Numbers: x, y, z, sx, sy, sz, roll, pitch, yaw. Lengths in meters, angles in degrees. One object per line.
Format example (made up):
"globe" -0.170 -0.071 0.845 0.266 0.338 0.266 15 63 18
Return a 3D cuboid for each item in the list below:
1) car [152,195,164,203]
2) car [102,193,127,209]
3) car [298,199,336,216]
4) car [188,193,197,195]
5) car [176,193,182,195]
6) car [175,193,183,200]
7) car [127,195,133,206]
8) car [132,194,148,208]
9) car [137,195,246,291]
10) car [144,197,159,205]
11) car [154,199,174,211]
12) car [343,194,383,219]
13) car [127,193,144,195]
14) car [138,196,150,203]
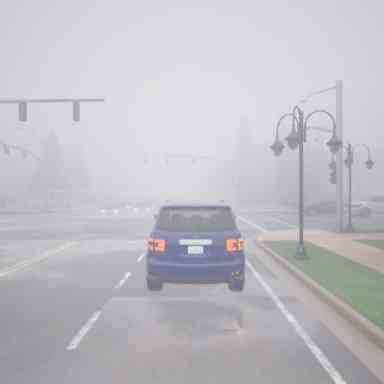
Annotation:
"car" -6.967 1.476 68.021 1.837 1.490 4.892 0 0 0
"car" -10.562 1.333 44.885 2.097 1.767 4.553 0 0 0
"car" 12.763 1.491 32.252 4.892 1.490 1.837 0 0 -1
"car" 0.052 1.512 77.893 1.994 1.385 4.181 0 0 0
"car" -3.448 1.437 77.492 1.882 1.535 5.008 0 0 0
"car" -3.441 1.174 87.738 2.097 1.767 4.553 0 0 0
"car" -10.546 1.542 53.515 1.994 1.385 4.181 0 0 1
"car" -7.050 1.457 48.957 1.882 1.535 5.008 0 0 0
"car" 0.086 1.218 9.145 2.150 2.045 5.566 0 0 0
"car" -7.030 1.540 57.948 1.994 1.385 4.181 0 0 1
"car" -3.358 1.583 41.110 1.895 1.301 4.718 0 0 3
"car" 16.208 1.209 28.772 5.566 2.045 2.150 0 0 -1
"car" -10.514 1.452 62.288 1.882 1.535 5.008 0 0 0
"car" -10.451 1.510 72.749 2.033 1.411 5.357 0 0 0
